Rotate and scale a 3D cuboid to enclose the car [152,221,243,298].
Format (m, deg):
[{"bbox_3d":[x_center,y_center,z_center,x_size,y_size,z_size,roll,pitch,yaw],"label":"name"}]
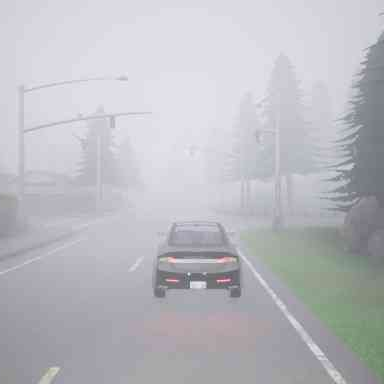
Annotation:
[{"bbox_3d":[0.118,1.491,8.517,2.128,1.511,4.902,0,0,0],"label":"car"}]
